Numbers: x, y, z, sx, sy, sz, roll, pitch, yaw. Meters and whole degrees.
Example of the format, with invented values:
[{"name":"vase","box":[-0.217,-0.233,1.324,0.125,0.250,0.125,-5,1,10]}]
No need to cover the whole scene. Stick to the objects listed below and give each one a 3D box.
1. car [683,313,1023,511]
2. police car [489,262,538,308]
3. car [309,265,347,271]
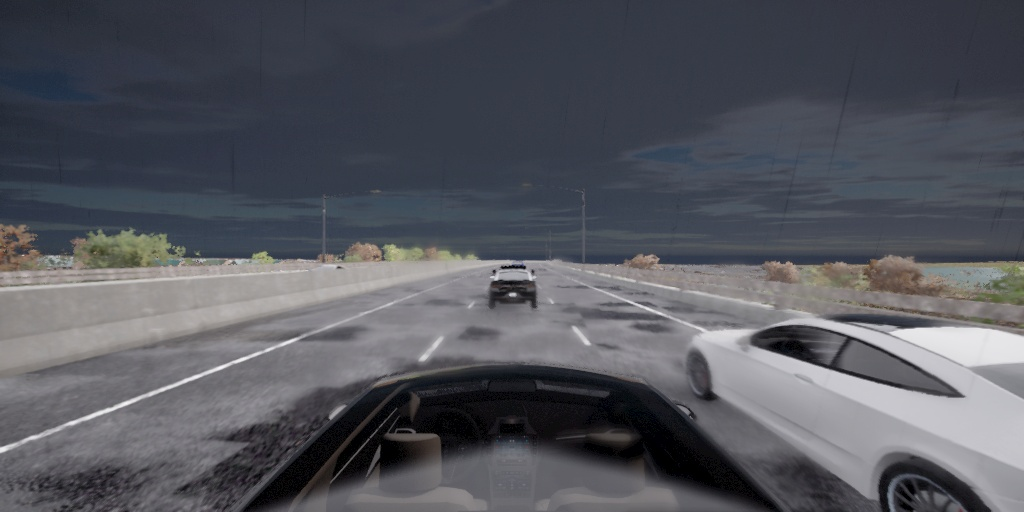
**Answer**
[{"name":"car","box":[3.497,1.287,3.513,1.812,1.442,4.674,0,0,0]},{"name":"police car","box":[0.070,1.238,15.788,1.930,1.638,5.238,0,0,1]},{"name":"car","box":[-13.840,1.382,27.202,1.812,1.442,4.674,0,-1,1]}]
